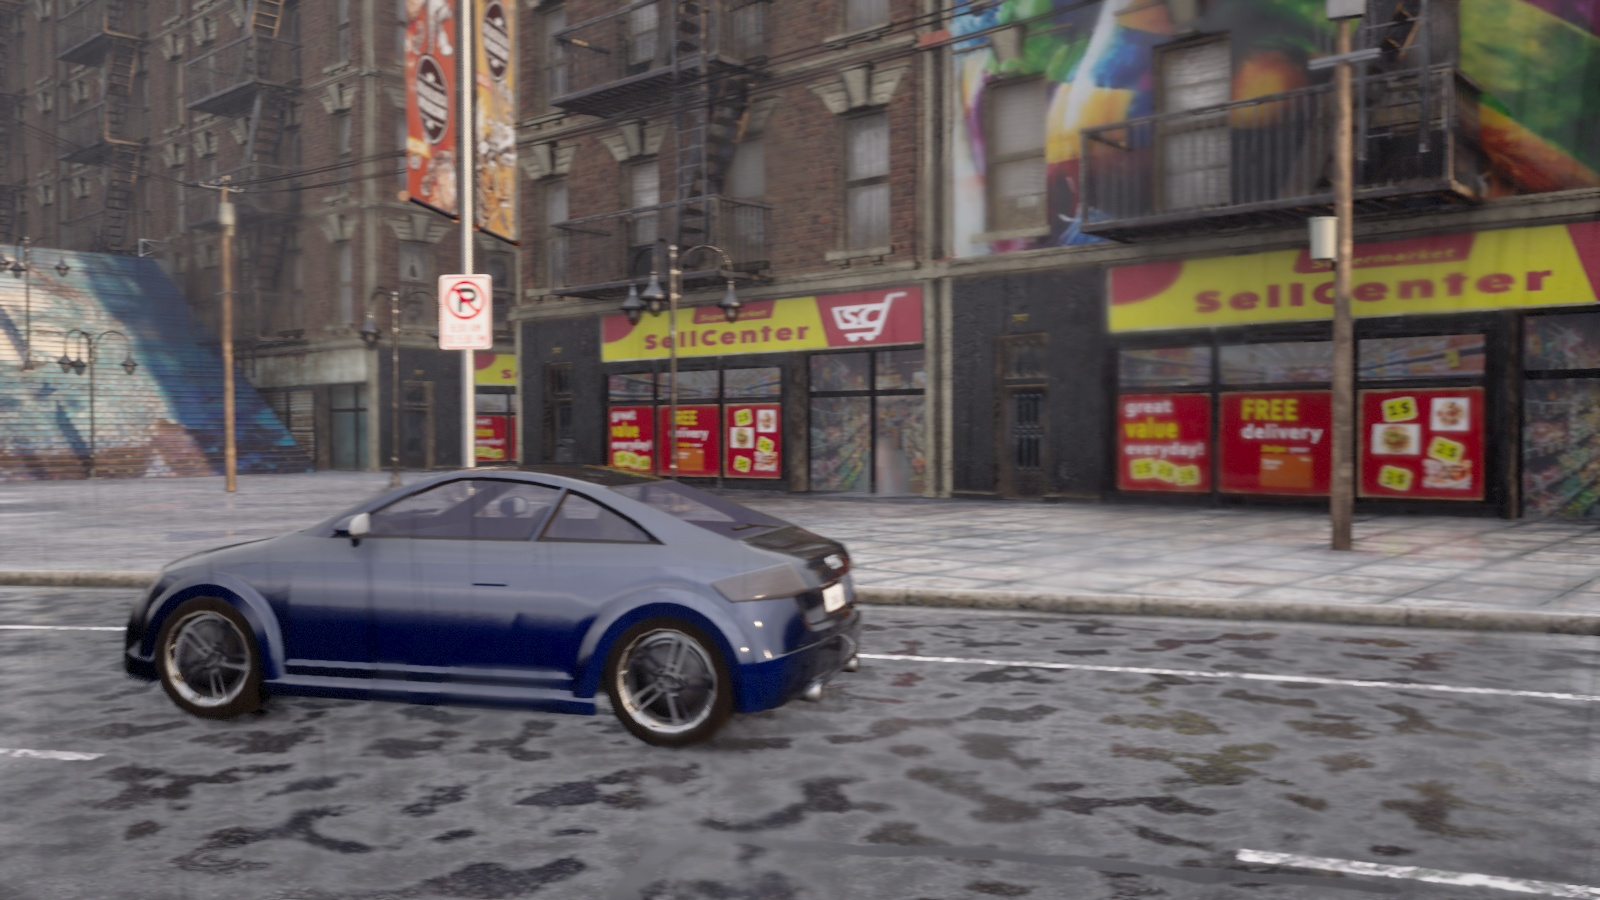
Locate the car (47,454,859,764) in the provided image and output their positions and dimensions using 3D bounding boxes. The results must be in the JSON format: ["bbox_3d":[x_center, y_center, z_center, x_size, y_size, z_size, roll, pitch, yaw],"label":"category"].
[{"bbox_3d":[-1.919,0.756,7.420,4.181,1.385,1.994,0,1,15],"label":"car"}]
